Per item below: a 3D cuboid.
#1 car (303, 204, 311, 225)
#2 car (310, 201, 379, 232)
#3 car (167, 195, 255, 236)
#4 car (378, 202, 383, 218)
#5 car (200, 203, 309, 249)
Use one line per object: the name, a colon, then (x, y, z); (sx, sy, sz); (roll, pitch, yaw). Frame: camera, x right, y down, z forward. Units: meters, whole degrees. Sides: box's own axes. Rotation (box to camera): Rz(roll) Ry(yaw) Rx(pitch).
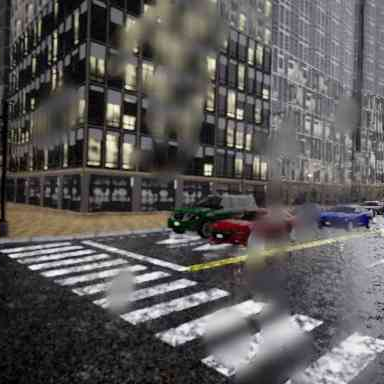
car: (8.814, 1.597, 24.579); (5.357, 1.411, 2.033); (1, 0, -43)
car: (9.721, 1.558, 20.984); (5.008, 1.535, 1.882); (1, 0, -43)
car: (1.302, 1.174, 17.608); (5.566, 2.045, 2.150); (1, 0, -43)
car: (18.815, 1.420, 29.404); (5.566, 2.045, 2.150); (1, 0, -43)
car: (2.914, 1.469, 14.672); (5.008, 1.535, 1.882); (1, 0, -43)
